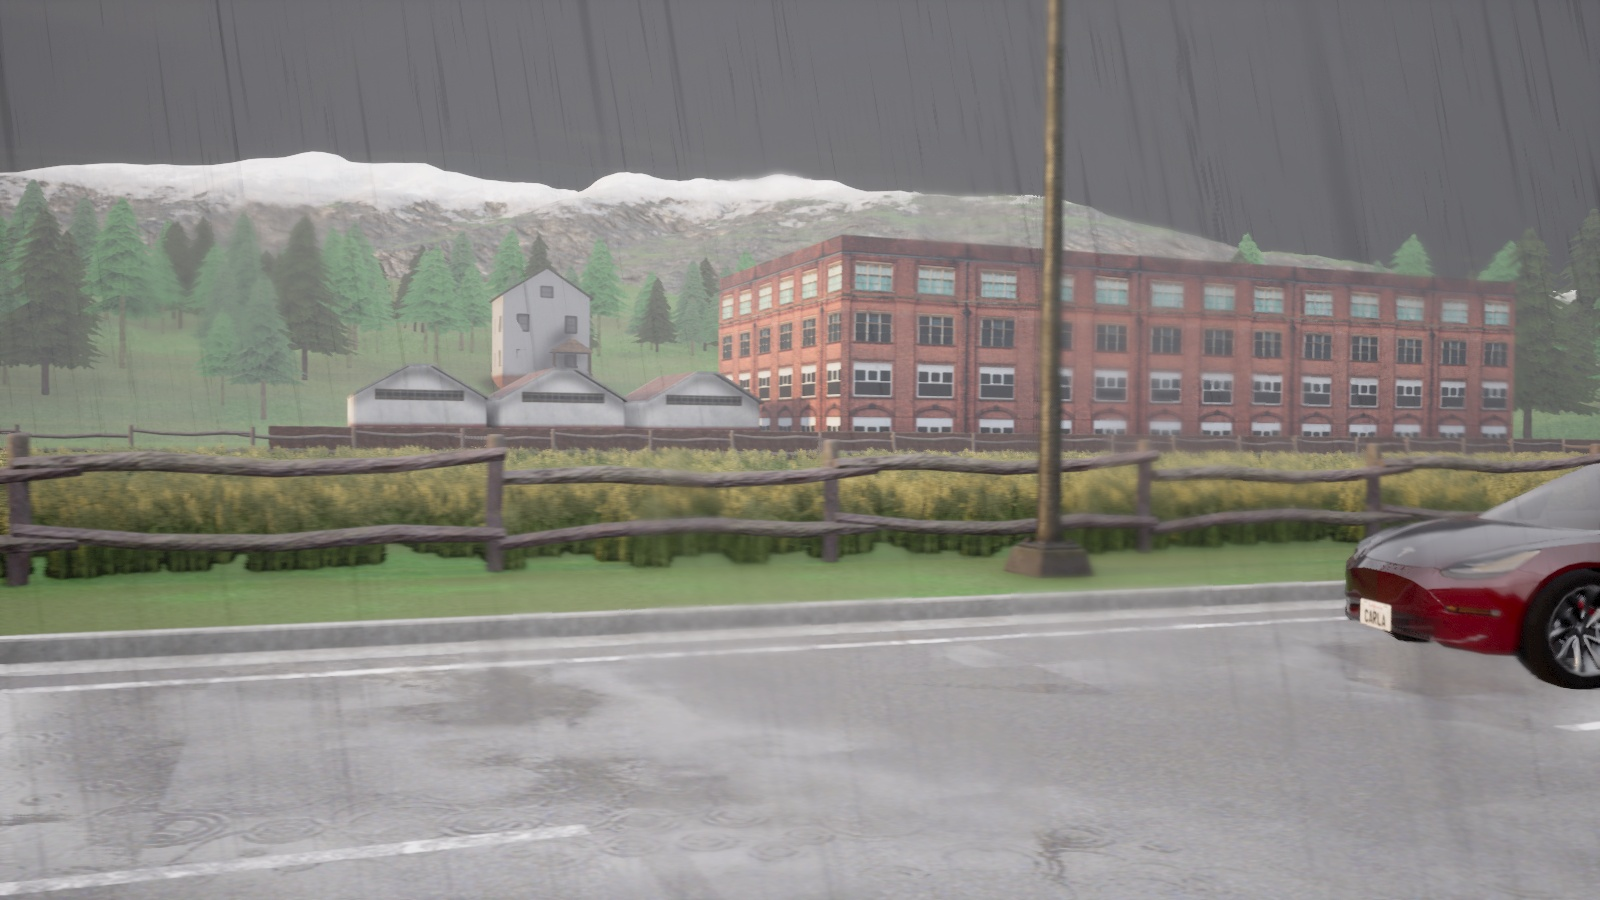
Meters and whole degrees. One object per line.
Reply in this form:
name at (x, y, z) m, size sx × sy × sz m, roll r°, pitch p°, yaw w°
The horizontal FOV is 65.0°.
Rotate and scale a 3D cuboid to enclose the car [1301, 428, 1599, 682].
car at (6.325, 0.587, 8.754) m, size 4.792 × 1.488 × 2.163 m, roll -1°, pitch 1°, yaw -5°
